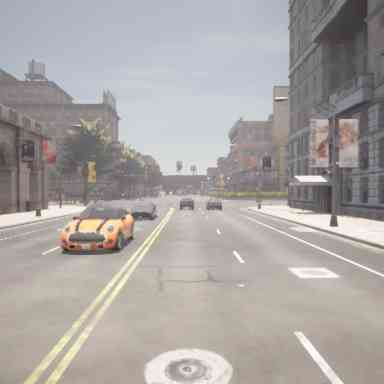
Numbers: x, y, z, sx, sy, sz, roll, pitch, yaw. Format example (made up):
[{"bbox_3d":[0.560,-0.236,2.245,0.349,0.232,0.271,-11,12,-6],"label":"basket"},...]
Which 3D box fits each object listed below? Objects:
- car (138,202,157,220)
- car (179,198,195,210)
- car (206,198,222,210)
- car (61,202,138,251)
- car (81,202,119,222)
[{"bbox_3d":[-3.990,1.545,28.115,2.033,1.411,5.357,0,0,-1],"label":"car"},{"bbox_3d":[-0.670,1.500,43.402,1.837,1.490,4.892,0,0,-1],"label":"car"},{"bbox_3d":[2.828,1.543,43.311,2.033,1.411,5.357,0,0,-1],"label":"car"},{"bbox_3d":[-3.769,1.350,14.011,2.097,1.767,4.553,0,0,-1],"label":"car"},{"bbox_3d":[-7.373,1.569,27.139,1.994,1.385,4.181,0,0,-1],"label":"car"}]
